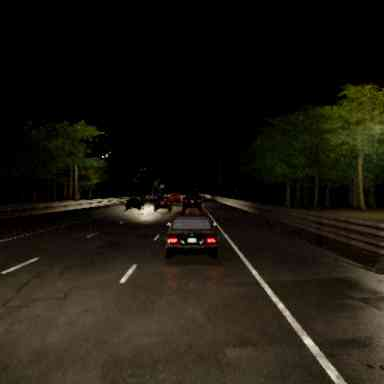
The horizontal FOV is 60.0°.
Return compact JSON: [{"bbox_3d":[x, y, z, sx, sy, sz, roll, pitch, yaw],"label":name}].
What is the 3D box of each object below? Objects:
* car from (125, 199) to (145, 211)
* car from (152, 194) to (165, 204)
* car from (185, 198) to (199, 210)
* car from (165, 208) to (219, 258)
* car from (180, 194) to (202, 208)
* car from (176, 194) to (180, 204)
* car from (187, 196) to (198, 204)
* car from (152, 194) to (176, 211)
[{"bbox_3d":[-6.985,1.586,40.960,1.837,1.490,4.892,0,0,0],"label":"car"},{"bbox_3d":[-6.945,1.348,68.971,2.150,2.045,5.566,0,0,0],"label":"car"},{"bbox_3d":[0.037,1.616,45.229,1.812,1.442,4.674,0,-1,2],"label":"car"},{"bbox_3d":[0.000,1.558,12.836,2.033,1.411,5.357,0,0,0],"label":"car"},{"bbox_3d":[0.003,1.284,39.329,2.150,2.045,5.566,0,-2,-1],"label":"car"},{"bbox_3d":[-3.443,1.348,69.261,2.150,2.045,5.566,0,0,0],"label":"car"},{"bbox_3d":[0.069,1.620,69.227,2.128,1.511,4.902,0,0,0],"label":"car"},{"bbox_3d":[-3.485,1.431,41.239,2.097,1.767,4.553,0,0,0],"label":"car"}]
